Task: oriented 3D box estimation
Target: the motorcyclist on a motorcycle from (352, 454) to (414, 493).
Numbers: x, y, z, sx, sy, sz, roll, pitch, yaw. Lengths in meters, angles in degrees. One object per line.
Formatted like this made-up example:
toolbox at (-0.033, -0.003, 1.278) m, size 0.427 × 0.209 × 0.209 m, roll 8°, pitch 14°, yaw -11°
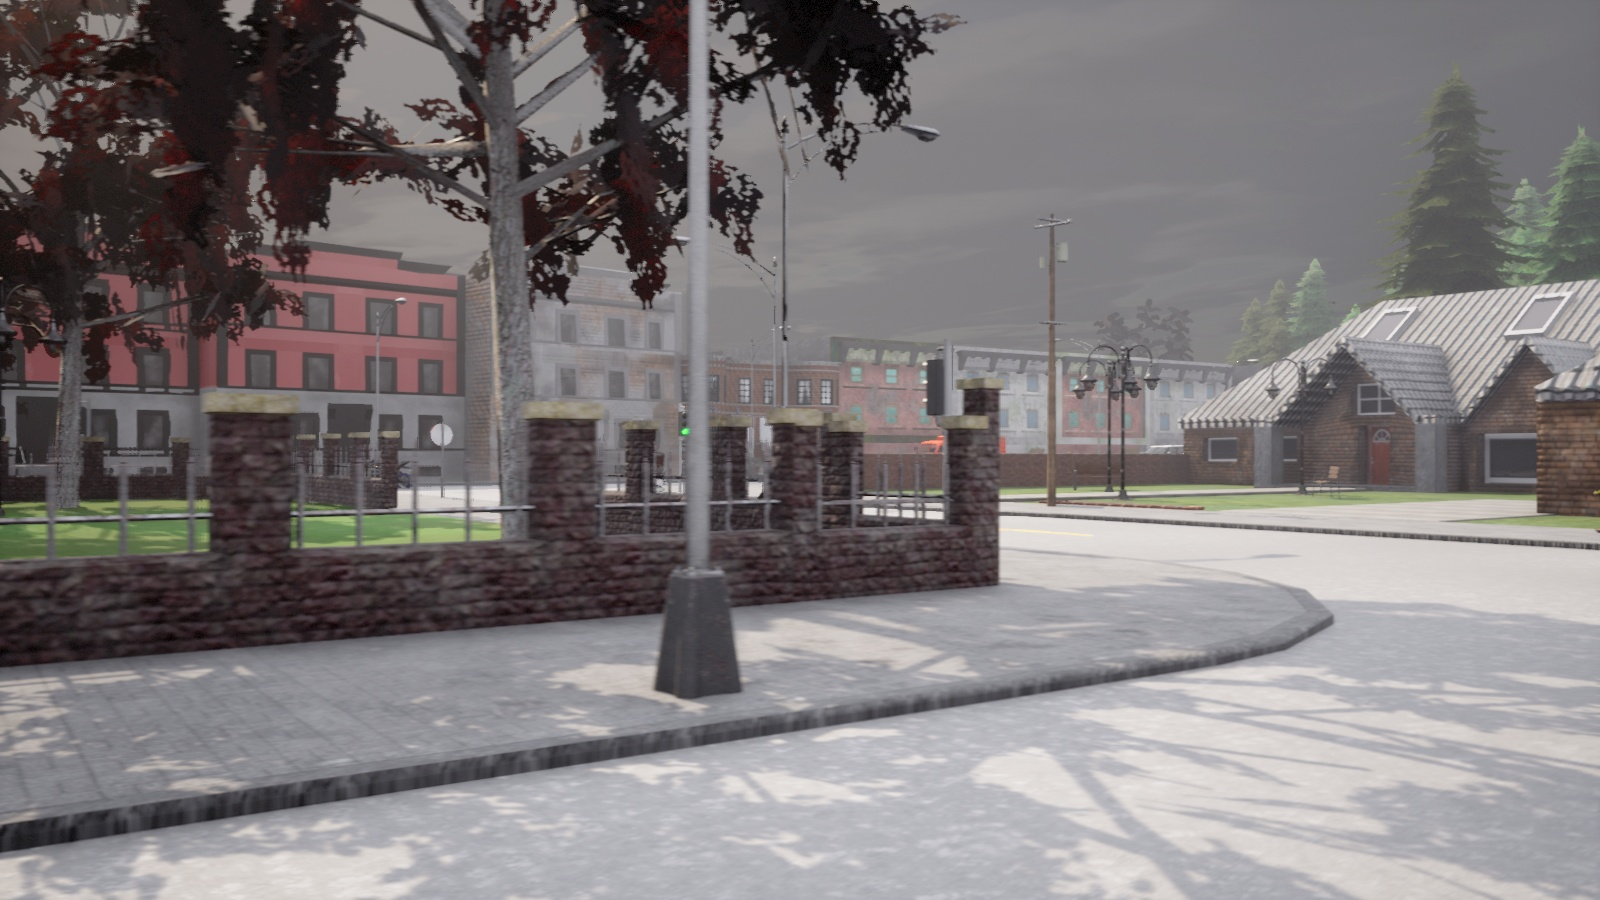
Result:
motorcyclist on a motorcycle at (-16.752, 0.932, 50.508) m, size 2.191 × 1.530 × 0.866 m, roll 0°, pitch 1°, yaw 4°

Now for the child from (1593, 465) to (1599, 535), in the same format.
child at (13.654, 0.842, 21.114) m, size 0.299 × 1.160 × 0.473 m, roll 0°, pitch 0°, yaw -35°

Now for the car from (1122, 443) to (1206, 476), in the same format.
car at (23.372, 0.580, 80.578) m, size 5.566 × 2.045 × 2.150 m, roll 0°, pitch 0°, yaw -35°

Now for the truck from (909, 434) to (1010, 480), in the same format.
truck at (8.984, 0.382, 70.612) m, size 5.204 × 2.467 × 2.627 m, roll -1°, pitch 0°, yaw -35°
